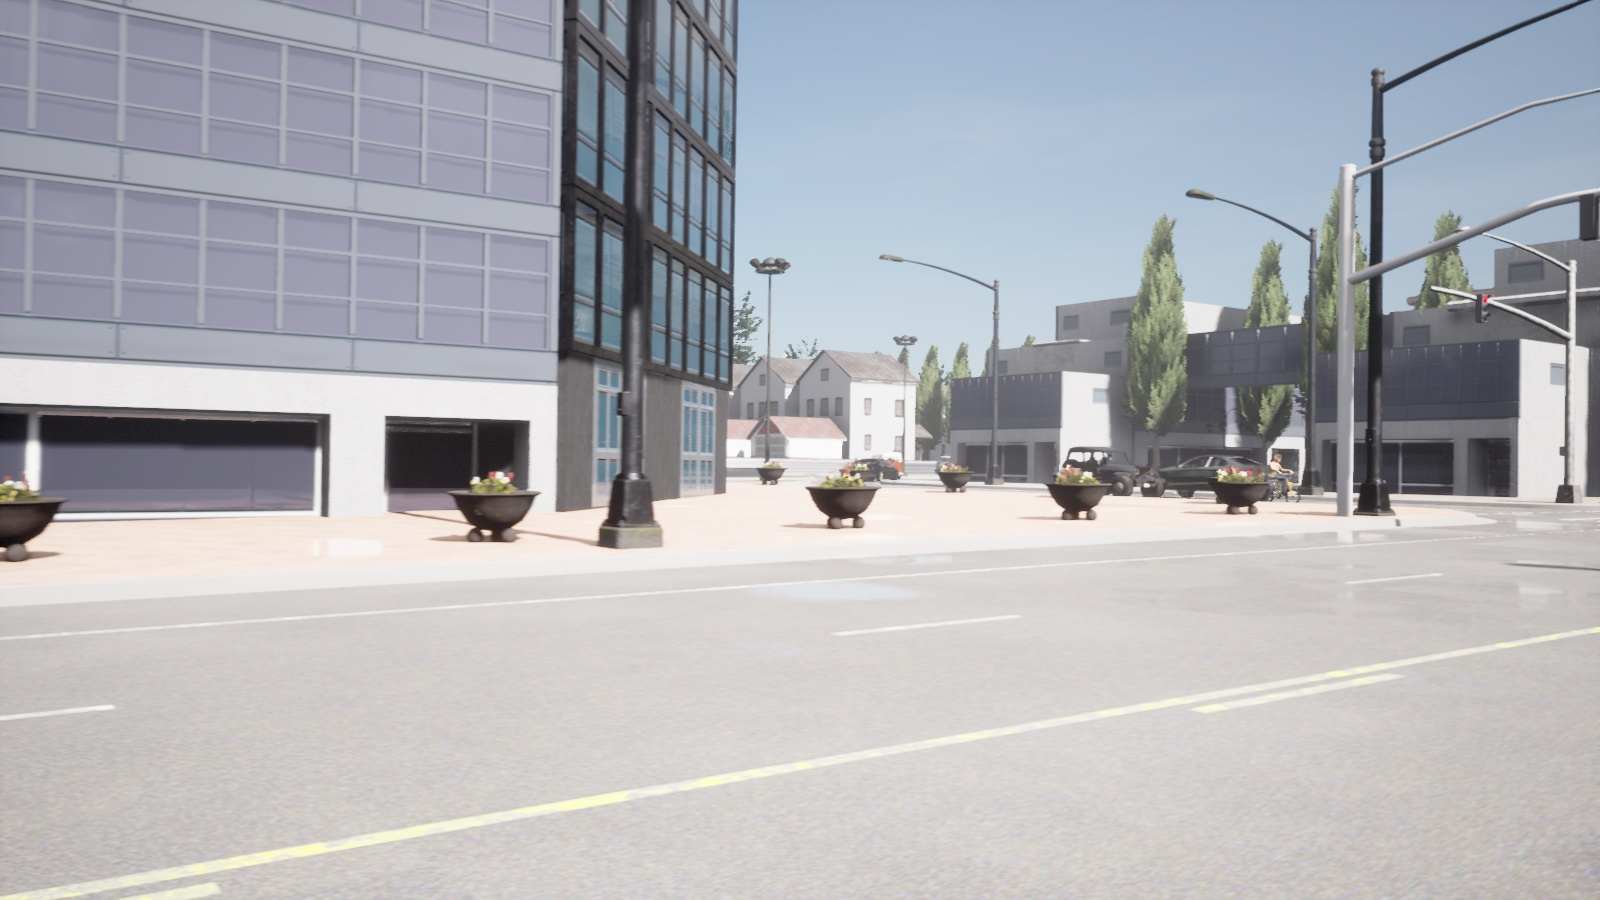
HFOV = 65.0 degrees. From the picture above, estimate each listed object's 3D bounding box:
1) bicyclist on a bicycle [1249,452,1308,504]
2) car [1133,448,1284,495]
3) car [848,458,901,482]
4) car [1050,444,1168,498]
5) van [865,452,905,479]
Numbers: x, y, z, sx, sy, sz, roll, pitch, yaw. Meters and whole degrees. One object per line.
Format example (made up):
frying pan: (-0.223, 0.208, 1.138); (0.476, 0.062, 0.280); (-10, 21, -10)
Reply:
bicyclist on a bicycle: (15.192, 0.866, 39.863); (0.866, 1.612, 1.509); (1, -1, -34)
car: (14.988, 0.777, 46.340); (2.152, 1.651, 5.027); (1, -1, -34)
car: (4.852, 1.280, 80.967); (1.837, 1.490, 4.892); (0, 0, 23)
car: (11.203, 0.749, 45.688); (1.905, 1.878, 3.866); (1, -1, -35)
van: (6.490, 1.182, 96.395); (2.069, 2.038, 4.480); (1, -1, -10)
